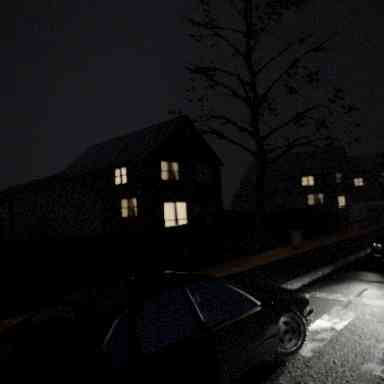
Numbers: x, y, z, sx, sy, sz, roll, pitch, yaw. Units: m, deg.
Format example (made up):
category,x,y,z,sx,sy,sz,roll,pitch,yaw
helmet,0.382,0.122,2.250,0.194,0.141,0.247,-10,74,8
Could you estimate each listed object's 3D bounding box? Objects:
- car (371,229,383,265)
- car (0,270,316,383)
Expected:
category,x,y,z,sx,sy,sz,roll,pitch,yaw
car,7.762,1.606,11.615,2.128,1.511,4.902,-6,-4,43
car,-0.364,1.777,4.302,2.033,1.411,5.357,-7,-5,43
